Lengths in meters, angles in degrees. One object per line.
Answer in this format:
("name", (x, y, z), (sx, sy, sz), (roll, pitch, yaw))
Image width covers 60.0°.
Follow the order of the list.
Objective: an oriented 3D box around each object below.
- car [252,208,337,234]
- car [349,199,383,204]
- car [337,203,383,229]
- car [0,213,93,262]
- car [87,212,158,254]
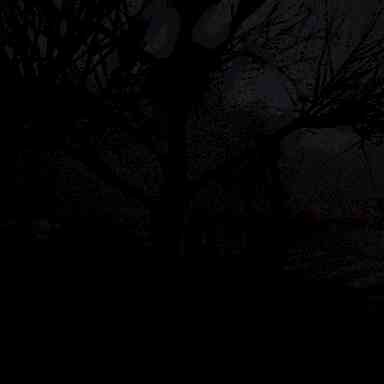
("car", (6.161, 1.752, 20.938), (4.792, 1.488, 2.163), (-1, -2, 34))
("car", (15.947, 1.605, 27.914), (5.566, 2.045, 2.435), (-1, -1, 35))
("car", (10.870, 1.792, 24.536), (5.366, 1.575, 1.946), (-1, -1, 35))
("car", (-6.087, 1.576, 12.237), (4.674, 1.452, 2.002), (-1, -1, 35))
("car", (-3.616, 1.603, 13.972), (4.792, 1.488, 2.163), (-1, -2, 34))
